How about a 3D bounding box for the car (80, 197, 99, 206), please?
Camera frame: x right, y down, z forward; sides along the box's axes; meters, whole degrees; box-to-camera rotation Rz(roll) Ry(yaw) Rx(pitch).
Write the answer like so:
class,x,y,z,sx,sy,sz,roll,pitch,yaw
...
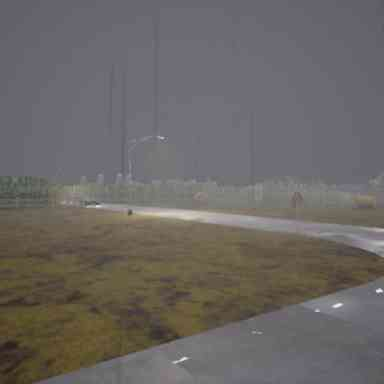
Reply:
class,x,y,z,sx,sy,sz,roll,pitch,yaw
car,-16.004,1.423,51.940,1.994,1.385,4.181,-1,1,-36
